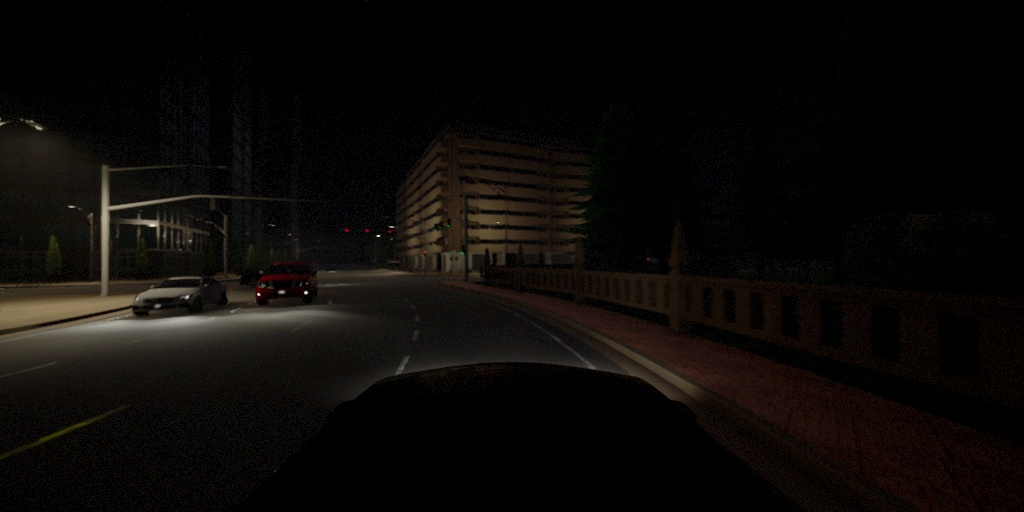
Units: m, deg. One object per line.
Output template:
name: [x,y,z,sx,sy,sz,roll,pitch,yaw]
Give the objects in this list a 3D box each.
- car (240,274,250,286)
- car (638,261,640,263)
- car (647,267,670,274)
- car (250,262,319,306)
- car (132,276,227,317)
car: [-19.763,1.817,30.152,5.008,1.535,1.882,0,-1,-26]
car: [21.683,1.923,57.930,4.718,1.301,1.895,0,-1,-25]
car: [20.340,1.751,49.464,4.674,1.442,1.812,0,-1,-26]
car: [-11.361,1.306,18.487,2.150,2.045,5.566,0,-1,-24]
car: [-13.829,1.591,15.282,1.812,1.442,4.674,0,-1,-22]
